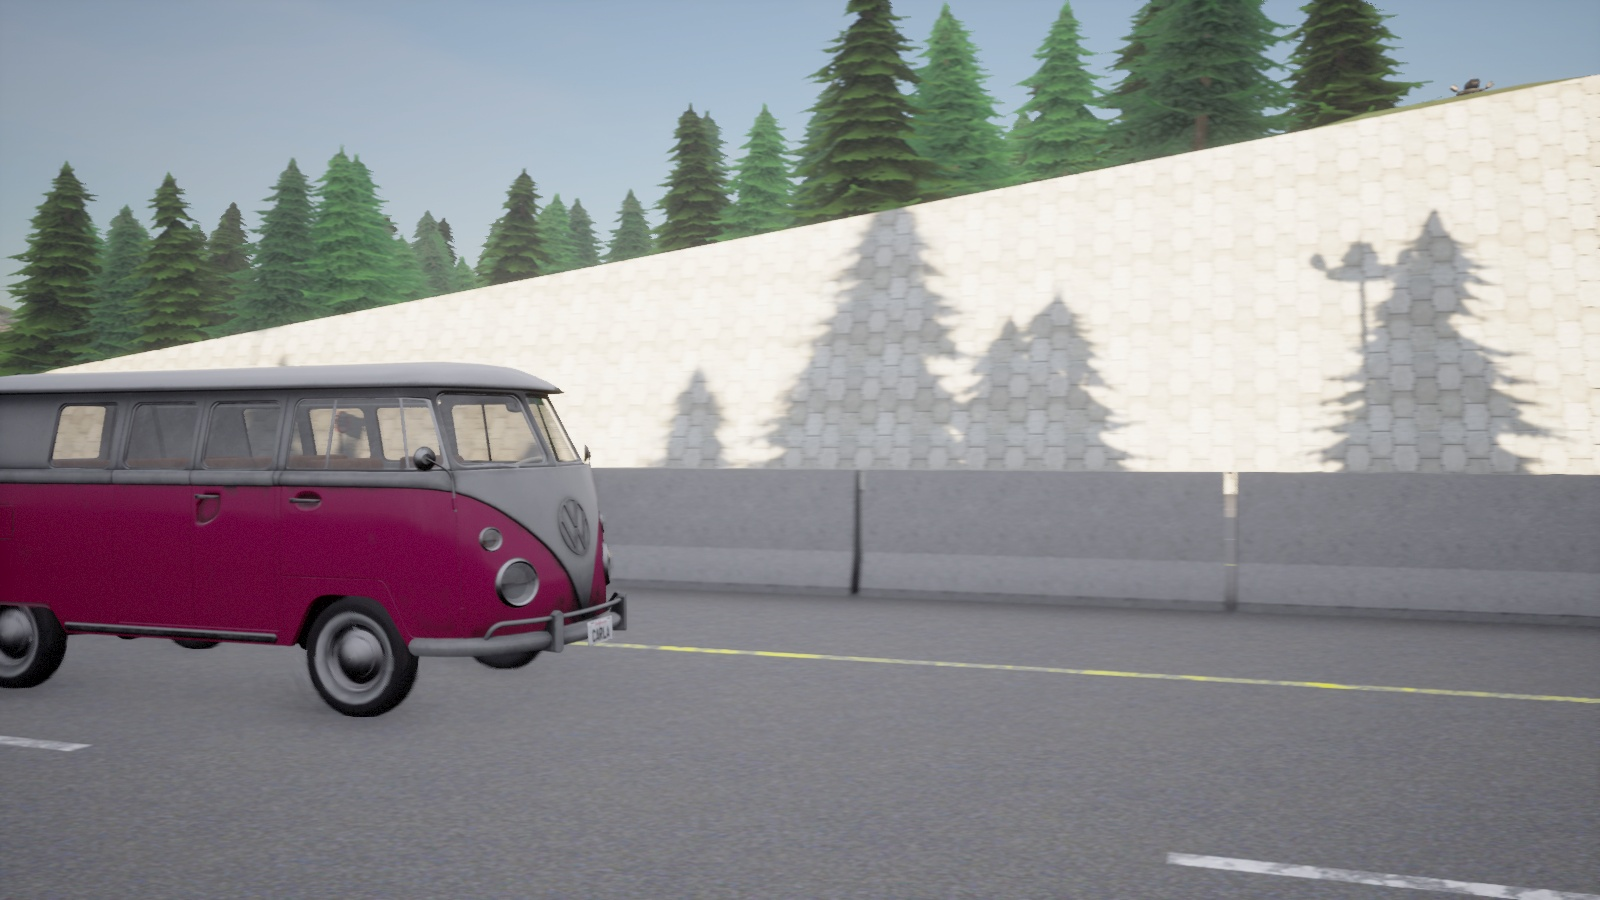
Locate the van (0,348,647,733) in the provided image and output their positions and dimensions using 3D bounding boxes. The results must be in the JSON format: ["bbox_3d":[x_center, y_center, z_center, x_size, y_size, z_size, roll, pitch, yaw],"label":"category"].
[{"bbox_3d":[-3.385,0.439,8.021,4.442,1.987,1.775,0,1,19],"label":"van"}]
